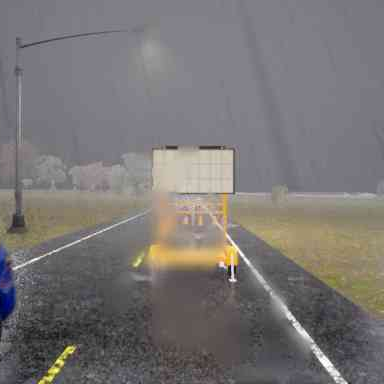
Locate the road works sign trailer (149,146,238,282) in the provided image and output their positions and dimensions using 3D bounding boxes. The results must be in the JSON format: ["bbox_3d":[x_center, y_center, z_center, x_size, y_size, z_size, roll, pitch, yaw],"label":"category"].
[{"bbox_3d":[0.034,0.465,9.769,2.380,3.560,2.880,0,0,0],"label":"road works sign trailer"}]

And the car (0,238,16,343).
[{"bbox_3d":[-3.592,1.221,2.492,2.150,2.045,5.566,0,0,0],"label":"car"}]

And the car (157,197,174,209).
[{"bbox_3d":[-3.437,1.507,44.288,1.837,1.490,4.892,0,0,0],"label":"car"}]
